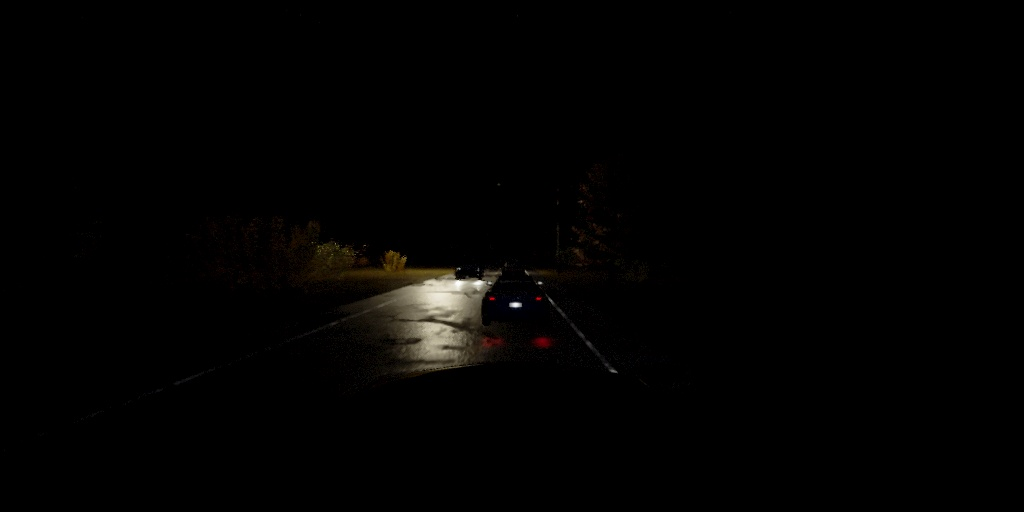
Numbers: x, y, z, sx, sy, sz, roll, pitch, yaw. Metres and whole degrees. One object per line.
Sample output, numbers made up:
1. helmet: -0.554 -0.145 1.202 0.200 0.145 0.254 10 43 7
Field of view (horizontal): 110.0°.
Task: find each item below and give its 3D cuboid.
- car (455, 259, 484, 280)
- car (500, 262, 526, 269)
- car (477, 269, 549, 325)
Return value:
1. car: -3.599 1.098 31.059 2.097 1.767 4.553 0 0 0
2. car: 0.096 1.239 29.454 2.128 1.511 4.902 0 0 0
3. car: 0.099 1.314 11.853 1.994 1.385 4.181 0 0 0
